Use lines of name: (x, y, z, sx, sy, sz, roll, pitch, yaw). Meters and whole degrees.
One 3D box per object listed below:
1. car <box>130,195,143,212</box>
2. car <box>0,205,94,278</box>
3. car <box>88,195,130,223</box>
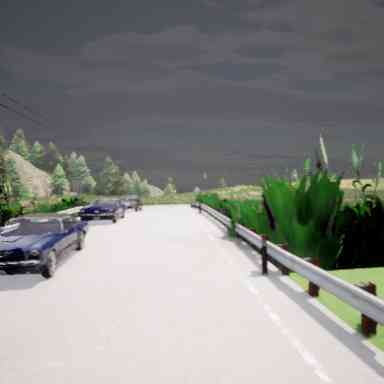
car: (-5.550, 0.980, 29.767, 2.128, 1.511, 4.902, -2, -1, -2)
car: (-4.339, 1.333, 9.348, 1.895, 1.301, 4.718, -1, 3, -5)
car: (-5.052, 1.040, 19.375, 1.895, 1.301, 4.718, -2, 1, -3)
